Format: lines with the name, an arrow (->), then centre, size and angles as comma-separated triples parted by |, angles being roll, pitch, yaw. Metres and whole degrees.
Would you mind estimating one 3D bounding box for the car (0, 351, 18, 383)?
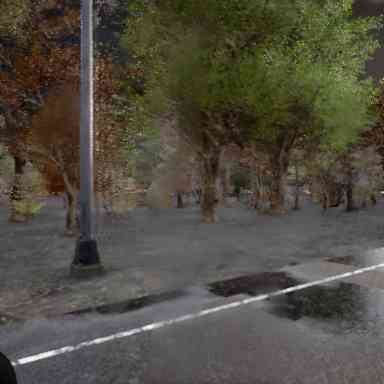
car -> -3.457, 1.481, 1.281 | 5.008, 1.535, 1.882 | 0, 0, -35
